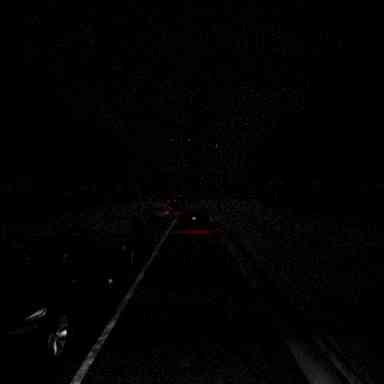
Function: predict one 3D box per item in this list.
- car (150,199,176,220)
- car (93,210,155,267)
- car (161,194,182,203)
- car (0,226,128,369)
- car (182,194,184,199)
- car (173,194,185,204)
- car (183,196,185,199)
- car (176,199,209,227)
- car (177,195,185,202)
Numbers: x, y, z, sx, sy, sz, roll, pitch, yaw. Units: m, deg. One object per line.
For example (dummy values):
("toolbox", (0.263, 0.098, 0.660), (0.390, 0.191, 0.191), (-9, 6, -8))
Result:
("car", (-2.591, 1.570, 28.054), (1.802, 1.307, 4.206), (1, 0, 0))
("car", (-2.608, 1.538, 11.457), (1.887, 1.381, 4.507), (1, 0, 0))
("car", (-2.705, 1.213, 41.441), (2.150, 2.045, 5.566), (0, 0, 0))
("car", (-2.615, 1.562, 5.925), (1.947, 1.339, 4.313), (1, 0, 0))
("car", (-2.548, 1.313, 61.249), (2.192, 1.841, 5.009), (1, 0, 0))
("car", (-2.542, 1.319, 66.781), (2.192, 1.841, 5.009), (1, 0, 0))
("car", (0.145, 1.553, 42.722), (1.994, 1.385, 4.181), (0, 0, 0))
("car", (0.125, 1.467, 22.900), (1.882, 1.535, 5.008), (0, 0, 0))
("car", (-2.534, 1.540, 77.676), (1.752, 1.417, 4.829), (1, 0, 0))
